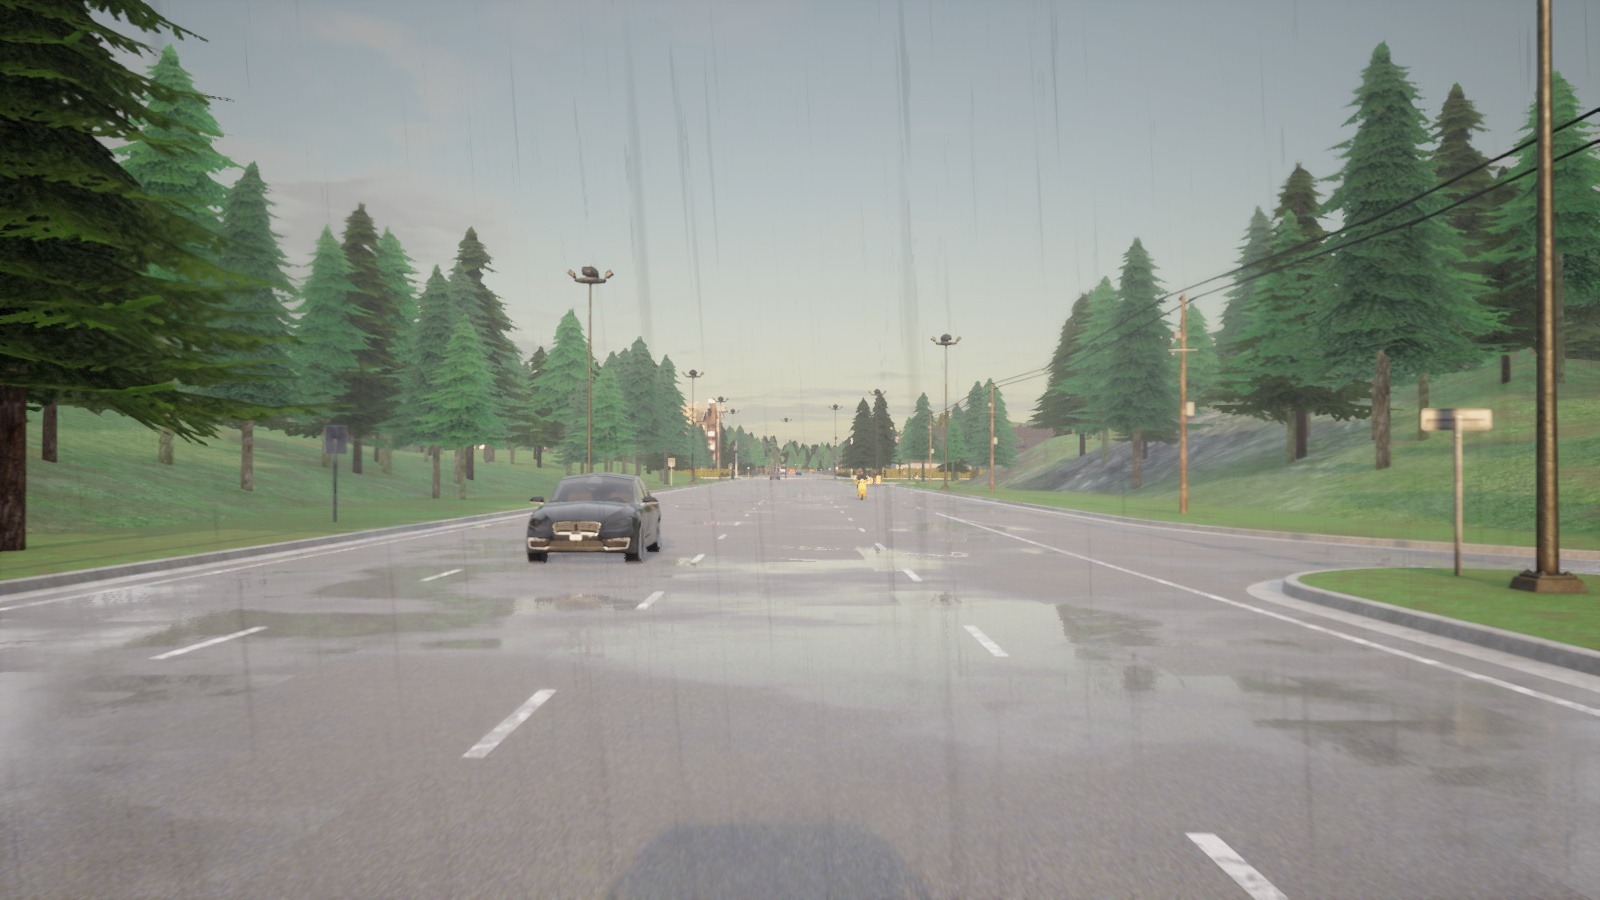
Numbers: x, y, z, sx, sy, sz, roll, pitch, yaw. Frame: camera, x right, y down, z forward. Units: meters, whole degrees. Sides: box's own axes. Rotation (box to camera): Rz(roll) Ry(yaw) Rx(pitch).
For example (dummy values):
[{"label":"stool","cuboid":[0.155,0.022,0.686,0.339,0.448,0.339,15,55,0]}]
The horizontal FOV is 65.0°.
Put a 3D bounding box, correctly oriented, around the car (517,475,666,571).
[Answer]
[{"label":"car","cuboid":[-3.554,1.207,22.275,1.837,1.490,4.892,0,-1,0]}]
